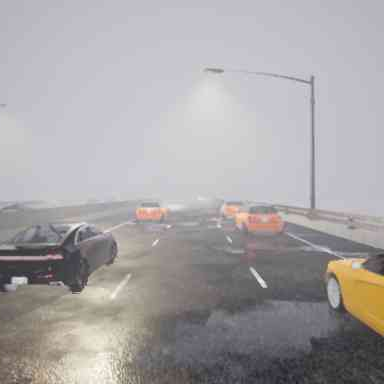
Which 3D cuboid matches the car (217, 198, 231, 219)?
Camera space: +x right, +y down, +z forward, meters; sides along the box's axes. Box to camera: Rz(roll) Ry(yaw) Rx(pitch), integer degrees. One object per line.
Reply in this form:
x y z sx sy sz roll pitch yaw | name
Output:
3.792 1.530 31.157 2.097 1.767 4.553 0 0 1 | car

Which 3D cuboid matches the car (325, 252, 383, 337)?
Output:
3.615 1.503 4.758 1.882 1.535 5.008 0 -1 0 | car

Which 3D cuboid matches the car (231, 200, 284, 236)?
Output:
3.724 1.456 19.205 2.097 1.767 4.553 0 0 0 | car

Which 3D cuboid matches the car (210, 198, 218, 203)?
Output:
5.669 2.176 85.763 2.033 1.411 5.357 0 -1 3 | car

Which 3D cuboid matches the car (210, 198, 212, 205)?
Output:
4.336 1.839 53.053 2.163 1.488 4.792 0 0 2 | car

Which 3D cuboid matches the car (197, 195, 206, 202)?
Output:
2.636 1.827 95.075 2.150 2.045 5.566 0 -1 3 | car

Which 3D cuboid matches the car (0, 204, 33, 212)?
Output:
-13.888 1.664 25.771 1.812 1.442 4.674 0 0 1 | car

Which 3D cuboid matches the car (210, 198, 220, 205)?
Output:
5.156 2.083 74.852 1.994 1.385 4.181 0 -1 3 | car

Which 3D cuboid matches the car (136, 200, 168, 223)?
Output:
-3.170 1.501 26.982 2.097 1.767 4.553 0 0 1 | car

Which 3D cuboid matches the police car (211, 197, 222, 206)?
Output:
4.715 1.848 64.050 1.930 1.638 5.238 0 0 2 | police car

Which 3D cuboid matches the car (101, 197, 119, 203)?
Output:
-16.187 1.795 66.970 2.097 1.767 4.553 0 0 2 | car

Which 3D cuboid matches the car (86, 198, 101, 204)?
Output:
-19.685 1.918 67.087 1.882 1.535 5.008 0 0 2 | car

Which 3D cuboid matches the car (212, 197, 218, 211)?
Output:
4.030 1.758 42.135 2.163 1.488 4.792 0 0 1 | car

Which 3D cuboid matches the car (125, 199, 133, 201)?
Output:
-12.688 2.037 66.879 1.895 1.301 4.718 0 0 2 | car

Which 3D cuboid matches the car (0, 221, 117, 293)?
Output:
-3.366 1.535 8.941 2.128 1.511 4.902 0 0 0 | car
